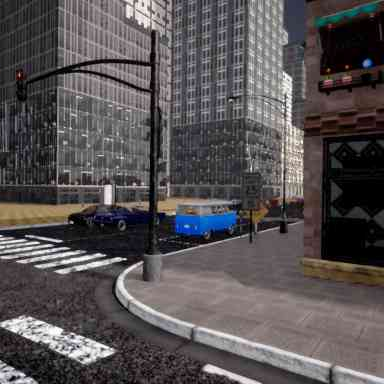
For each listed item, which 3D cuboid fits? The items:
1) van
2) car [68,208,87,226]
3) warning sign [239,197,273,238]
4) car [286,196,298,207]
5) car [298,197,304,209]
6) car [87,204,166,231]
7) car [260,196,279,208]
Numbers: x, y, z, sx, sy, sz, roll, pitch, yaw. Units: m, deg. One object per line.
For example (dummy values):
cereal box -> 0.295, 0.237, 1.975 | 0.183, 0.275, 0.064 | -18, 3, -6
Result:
van -> 0.828, 1.368, 17.033 | 1.690, 1.788, 3.998 | 1, 1, 35
car -> -5.998, 1.467, 21.900 | 1.947, 1.339, 4.313 | 1, 1, 35
warning sign -> 3.109, 1.177, 16.137 | 1.300, 1.860, 1.060 | 1, 1, 35
car -> 15.531, 1.487, 47.493 | 1.895, 1.301, 4.718 | 1, 1, 36
car -> 15.553, 1.415, 42.260 | 1.882, 1.535, 5.008 | 1, 1, 36
car -> -3.787, 1.541, 20.541 | 1.895, 1.301, 4.718 | 1, 1, 35
car -> 10.057, 1.294, 44.425 | 1.967, 1.590, 4.097 | 1, 1, 35
